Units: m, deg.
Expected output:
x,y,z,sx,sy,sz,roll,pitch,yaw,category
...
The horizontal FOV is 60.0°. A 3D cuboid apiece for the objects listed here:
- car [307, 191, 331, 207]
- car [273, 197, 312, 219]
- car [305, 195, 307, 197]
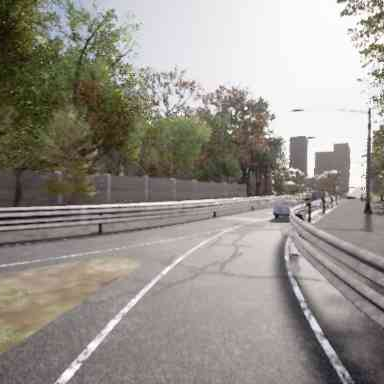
x,y,z,sx,sy,sz,roll,pitch,yaw,category
17.633,0.923,45.645,2.150,2.045,5.566,1,1,27,car
7.816,1.341,26.318,2.033,1.411,5.357,1,1,27,car
21.677,1.235,61.142,1.895,1.301,4.718,1,0,27,car
